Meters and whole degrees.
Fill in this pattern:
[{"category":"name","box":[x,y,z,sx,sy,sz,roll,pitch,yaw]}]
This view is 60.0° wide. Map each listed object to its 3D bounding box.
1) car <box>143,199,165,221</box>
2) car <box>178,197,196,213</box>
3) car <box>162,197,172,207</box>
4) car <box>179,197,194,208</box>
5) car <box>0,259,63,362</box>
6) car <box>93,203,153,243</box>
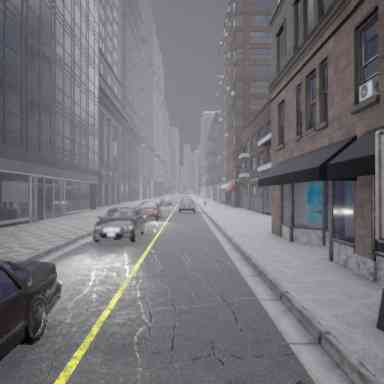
[{"category":"car","box":[-3.557,1.537,27.770,1.812,1.442,4.674,0,0,-1]},{"category":"car","box":[-0.566,1.562,37.583,2.033,1.411,5.357,0,0,-1]},{"category":"car","box":[-4.026,1.550,51.434,1.812,1.442,4.674,0,0,-1]},{"category":"car","box":[-0.770,1.513,48.578,2.128,1.511,4.902,0,0,-1]},{"category":"car","box":[-3.175,1.550,3.652,2.033,1.411,5.357,0,0,-1]},{"category":"car","box":[-3.373,1.501,16.153,2.128,1.511,4.902,0,0,-1]}]
